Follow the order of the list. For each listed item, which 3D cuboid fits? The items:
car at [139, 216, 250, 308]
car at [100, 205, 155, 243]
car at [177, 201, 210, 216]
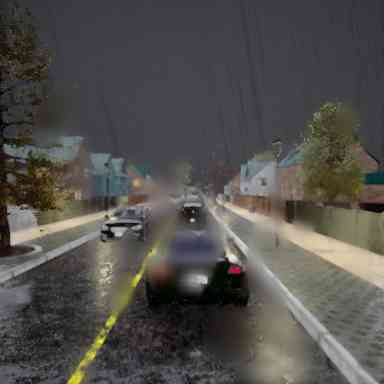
[{"bbox_3d":[0.101,1.504,7.858,1.994,1.385,4.181,0,0,0],"label":"car"},{"bbox_3d":[-2.843,1.381,15.426,2.128,1.511,4.902,0,0,0],"label":"car"},{"bbox_3d":[0.062,1.362,21.534,1.837,1.490,4.892,0,0,1],"label":"car"}]
